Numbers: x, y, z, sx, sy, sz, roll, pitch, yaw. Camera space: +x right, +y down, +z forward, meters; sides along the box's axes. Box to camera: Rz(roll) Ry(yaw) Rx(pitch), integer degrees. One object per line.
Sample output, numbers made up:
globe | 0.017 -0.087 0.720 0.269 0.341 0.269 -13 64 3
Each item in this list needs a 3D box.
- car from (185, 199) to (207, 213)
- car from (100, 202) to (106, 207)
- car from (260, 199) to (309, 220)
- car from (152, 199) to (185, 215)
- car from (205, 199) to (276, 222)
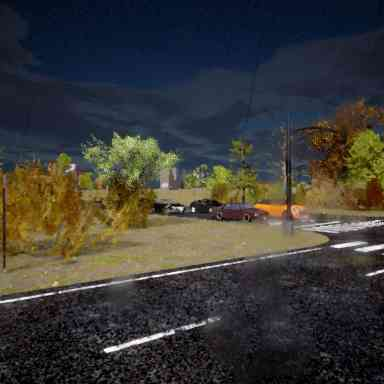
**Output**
car | 1.715 1.488 34.555 1.837 1.490 4.892 0 0 -38
car | -11.283 1.487 45.863 1.837 1.490 4.892 0 1 -38
car | 7.303 1.345 27.445 2.097 1.767 4.553 0 0 -38
car | -2.570 1.493 34.748 2.128 1.511 4.902 0 0 -38
car | 3.749 1.560 26.709 2.033 1.411 5.357 0 0 -38
